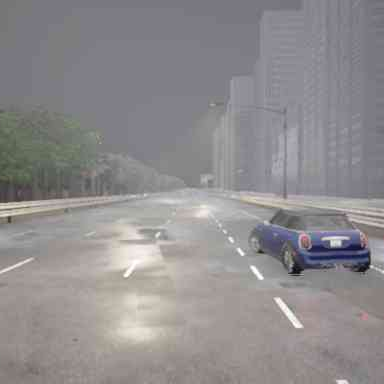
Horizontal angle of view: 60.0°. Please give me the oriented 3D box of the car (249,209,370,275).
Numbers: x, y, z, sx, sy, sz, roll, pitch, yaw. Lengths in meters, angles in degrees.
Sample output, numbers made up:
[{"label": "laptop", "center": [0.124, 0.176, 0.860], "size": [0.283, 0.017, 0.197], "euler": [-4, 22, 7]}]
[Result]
[{"label": "car", "center": [3.405, 1.292, 10.492], "size": [2.097, 1.767, 4.553], "euler": [-1, 0, -6]}]
